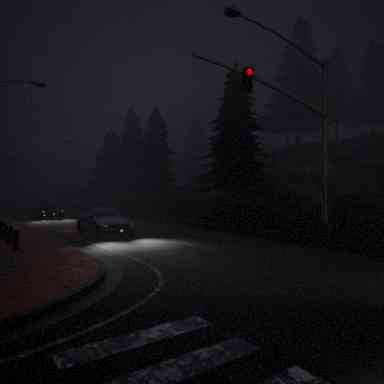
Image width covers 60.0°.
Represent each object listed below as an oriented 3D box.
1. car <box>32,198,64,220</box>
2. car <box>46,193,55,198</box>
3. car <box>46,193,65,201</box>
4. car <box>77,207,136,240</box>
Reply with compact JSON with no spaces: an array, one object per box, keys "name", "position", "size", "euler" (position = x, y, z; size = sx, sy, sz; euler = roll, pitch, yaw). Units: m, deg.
[{"name":"car","position":[-12.408,1.513,28.516],"size":[1.837,1.490,4.892],"euler":[0,0,-35]},{"name":"car","position":[-29.630,1.143,74.683],"size":[4.605,1.855,1.932],"euler":[0,0,-36]},{"name":"car","position":[-31.411,1.145,76.499],"size":[3.866,1.878,1.905],"euler":[0,0,-36]},{"name":"car","position":[-4.634,1.535,17.436],"size":[1.812,1.442,4.674],"euler":[0,0,-35]}]
